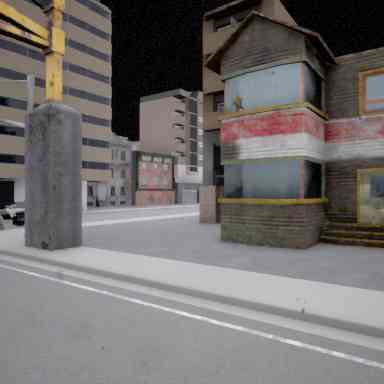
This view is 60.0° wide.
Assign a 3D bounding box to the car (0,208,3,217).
[{"bbox_3d":[-13.236,1.303,25.695,4.536,1.218,1.853,0,0,-30],"label":"car"}]

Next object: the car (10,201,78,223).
[{"bbox_3d":[-10.065,1.302,23.045,1.853,1.218,4.536,0,0,15],"label":"car"}]

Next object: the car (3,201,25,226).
[{"bbox_3d":[-10.079,1.459,22.995,2.038,1.542,4.974,0,0,15],"label":"car"}]

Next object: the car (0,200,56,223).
[{"bbox_3d":[-13.281,1.461,25.669,4.974,1.542,2.038,0,0,-30],"label":"car"}]
